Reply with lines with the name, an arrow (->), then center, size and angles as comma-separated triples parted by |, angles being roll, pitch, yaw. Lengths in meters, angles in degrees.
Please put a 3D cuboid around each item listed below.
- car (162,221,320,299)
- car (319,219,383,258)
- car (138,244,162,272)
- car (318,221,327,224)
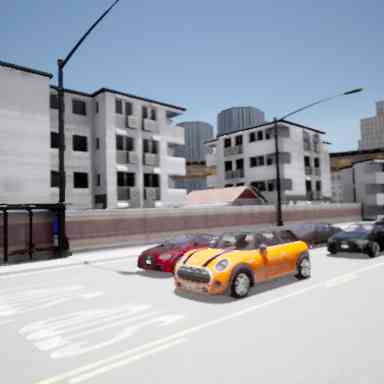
car -> 1.643, 1.891, 10.107 | 4.553, 1.767, 2.097 | 1, -4, -41
car -> 8.151, 2.197, 15.744 | 4.181, 1.385, 1.994 | 1, -4, -40
car -> -0.065, 2.343, 13.237 | 4.181, 1.385, 1.994 | 1, -4, -41
car -> 6.890, 2.429, 19.319 | 5.357, 1.411, 2.033 | 1, -4, -41
